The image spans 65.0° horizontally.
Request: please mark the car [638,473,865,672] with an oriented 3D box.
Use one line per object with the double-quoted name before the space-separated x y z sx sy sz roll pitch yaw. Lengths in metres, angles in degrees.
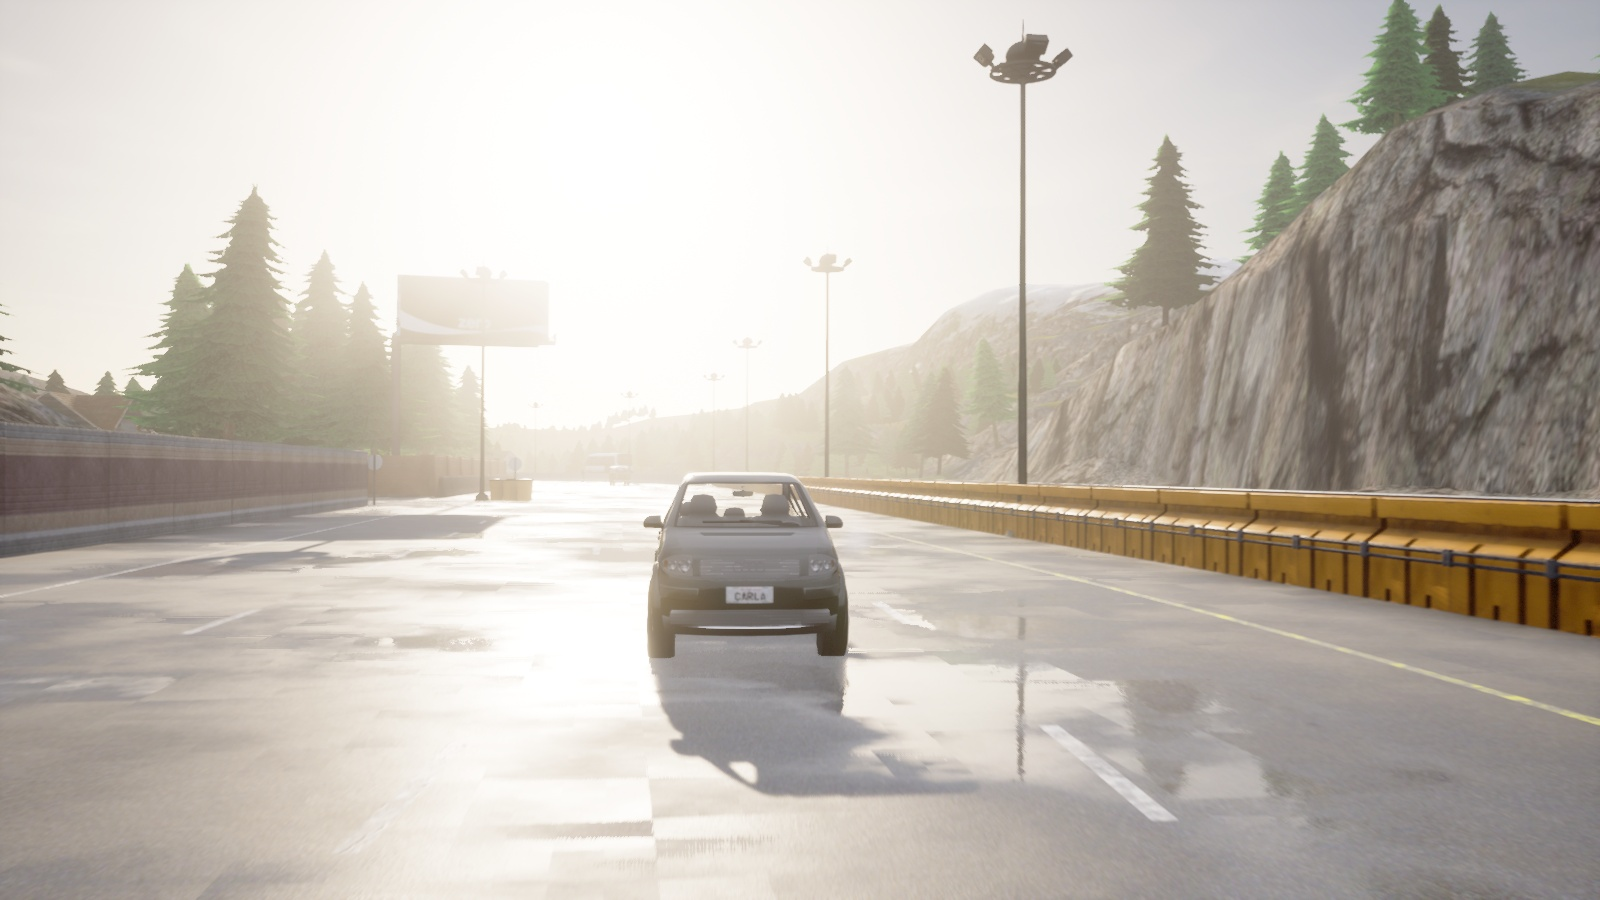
"car" -0.552 0.993 11.776 1.789 1.549 3.705 0 -1 -5
